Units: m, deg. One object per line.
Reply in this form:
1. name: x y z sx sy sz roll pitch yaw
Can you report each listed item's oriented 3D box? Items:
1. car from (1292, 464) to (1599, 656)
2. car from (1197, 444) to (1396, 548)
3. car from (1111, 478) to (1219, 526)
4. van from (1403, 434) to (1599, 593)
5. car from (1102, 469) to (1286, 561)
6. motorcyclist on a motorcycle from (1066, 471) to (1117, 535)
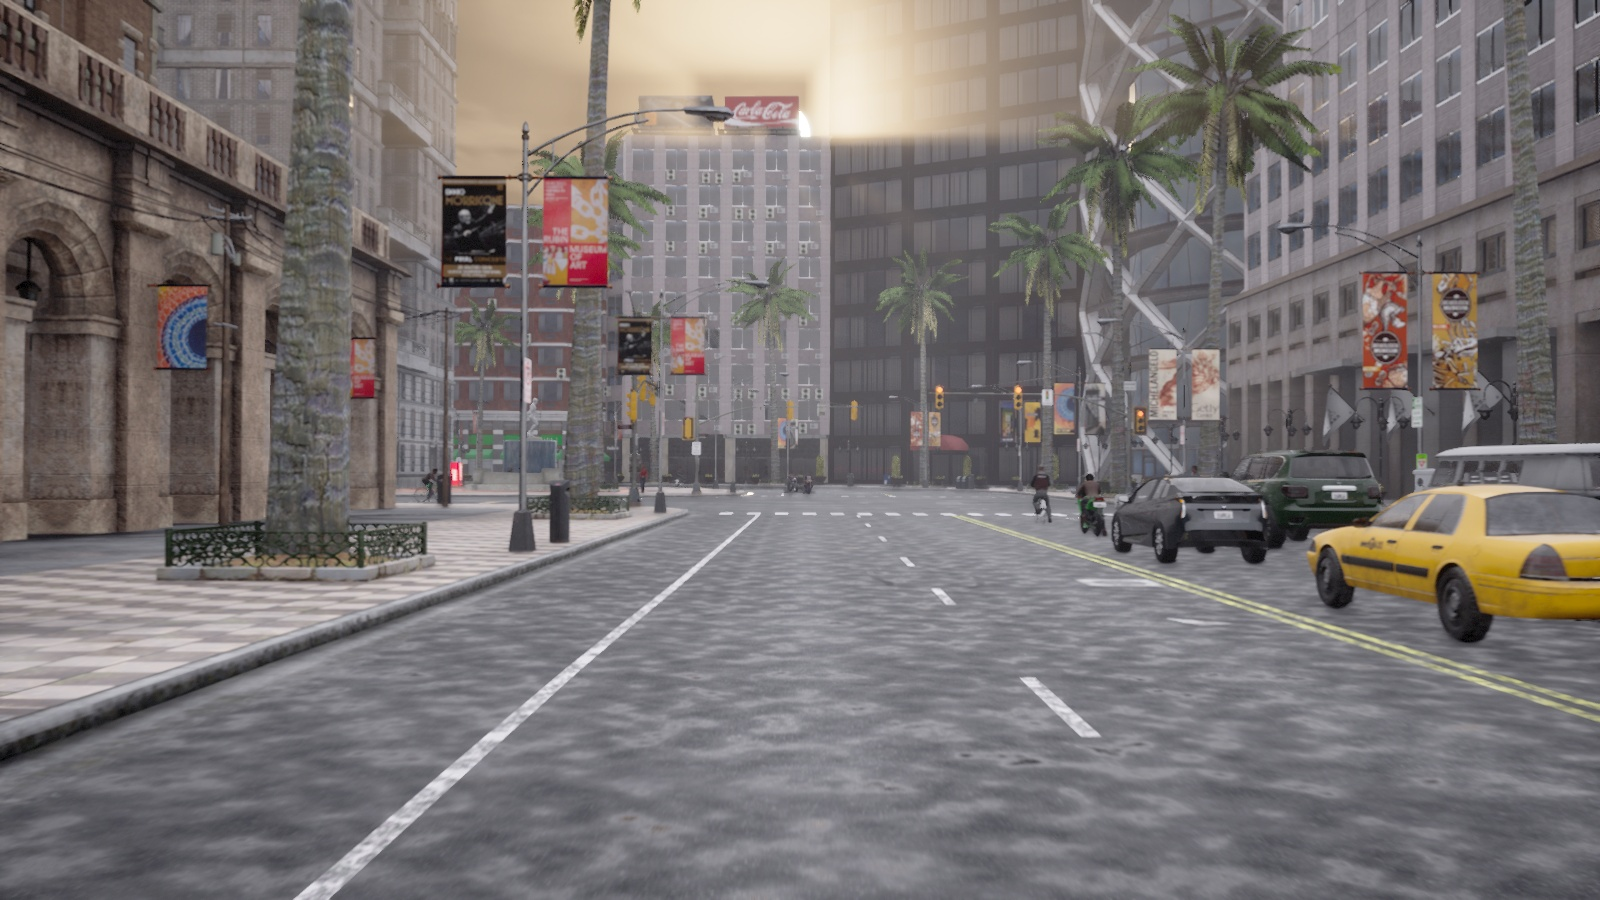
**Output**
1. car: 7.020 0.943 12.966 1.801 1.575 5.366 0 -1 1
2. car: 10.667 0.952 27.532 2.150 2.045 5.566 0 -1 0
3. car: 10.732 1.496 37.290 1.895 1.301 4.718 0 -1 1
4. van: 10.577 0.826 17.959 1.775 1.987 4.442 0 -1 1
5. car: 7.127 1.122 23.251 2.007 1.525 4.514 0 -1 0
6. motorcyclist on a motorcycle: 7.192 1.289 31.112 0.797 1.523 2.044 0 -1 0
